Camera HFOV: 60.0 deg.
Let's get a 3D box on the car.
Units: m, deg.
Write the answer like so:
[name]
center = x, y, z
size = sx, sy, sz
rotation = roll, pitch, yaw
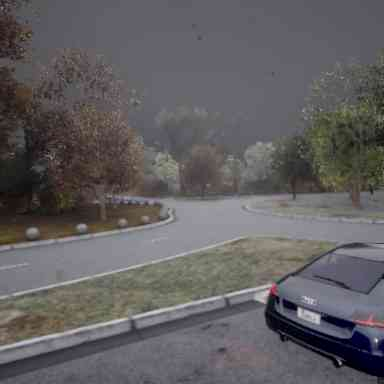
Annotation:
[car]
center = 3.167, 1.529, 5.356
size = 4.181, 1.385, 1.994
rotation = -1, 1, -33
